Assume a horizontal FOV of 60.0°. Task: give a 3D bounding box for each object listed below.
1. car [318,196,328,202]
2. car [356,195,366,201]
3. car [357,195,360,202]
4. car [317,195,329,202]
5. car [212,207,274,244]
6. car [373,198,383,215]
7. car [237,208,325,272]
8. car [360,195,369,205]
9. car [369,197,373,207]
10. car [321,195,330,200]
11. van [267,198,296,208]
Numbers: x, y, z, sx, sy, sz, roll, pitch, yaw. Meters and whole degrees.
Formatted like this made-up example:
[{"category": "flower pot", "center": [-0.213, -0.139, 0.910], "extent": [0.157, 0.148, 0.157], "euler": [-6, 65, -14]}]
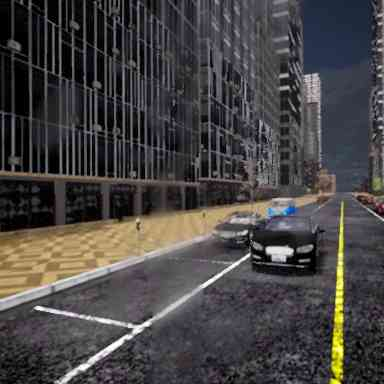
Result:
[{"category": "car", "center": [30.568, 1.552, 77.570], "extent": [1.802, 1.307, 4.206], "euler": [0, 0, 24]}, {"category": "car", "center": [42.904, 1.452, 84.460], "extent": [1.947, 1.339, 4.313], "euler": [0, 0, 24]}, {"category": "car", "center": [38.194, 1.476, 74.096], "extent": [1.947, 1.339, 4.313], "euler": [0, 0, 24]}, {"category": "car", "center": [28.212, 1.526, 72.386], "extent": [1.887, 1.381, 4.507], "euler": [0, 0, 24]}, {"category": "car", "center": [2.307, 1.593, 15.376], "extent": [2.008, 1.369, 4.403], "euler": [0, 0, 24]}, {"category": "car", "center": [19.354, 1.413, 32.636], "extent": [1.967, 1.590, 4.097], "euler": [0, 0, 24]}, {"category": "car", "center": [3.320, 1.513, 11.119], "extent": [2.128, 1.511, 4.902], "euler": [0, 0, 24]}, {"category": "car", "center": [31.130, 1.486, 58.549], "extent": [1.887, 1.381, 4.507], "euler": [0, 0, 24]}, {"category": "car", "center": [21.709, 1.408, 37.819], "extent": [1.967, 1.590, 4.097], "euler": [0, 0, 24]}, {"category": "car", "center": [35.277, 1.491, 87.935], "extent": [1.887, 1.381, 4.507], "euler": [0, 0, 24]}, {"category": "van", "center": [7.016, 1.382, 25.742], "extent": [1.690, 1.788, 3.998], "euler": [0, 0, 24]}]
